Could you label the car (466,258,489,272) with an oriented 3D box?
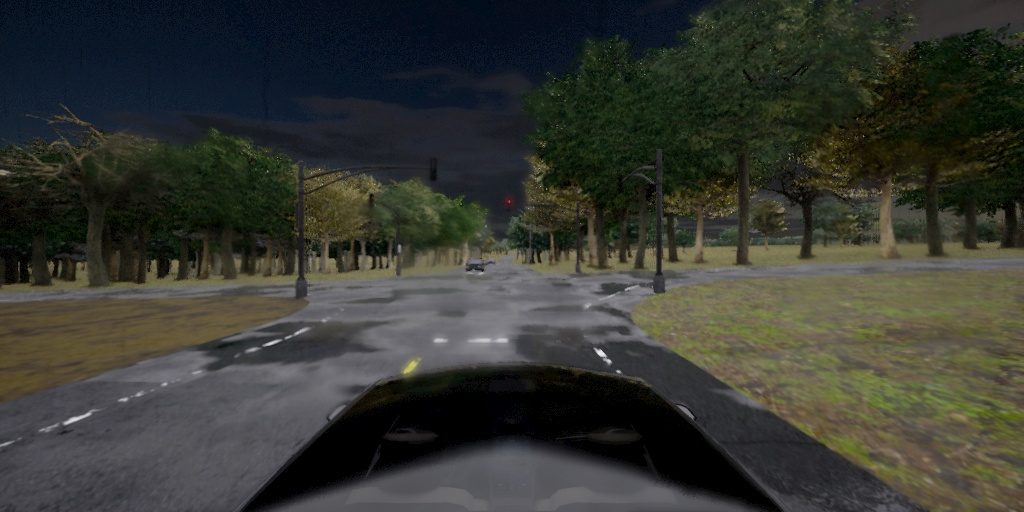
[{"bbox_3d":[-3.950,1.055,39.407,2.033,1.411,5.357,0,0,-1],"label":"car"}]
